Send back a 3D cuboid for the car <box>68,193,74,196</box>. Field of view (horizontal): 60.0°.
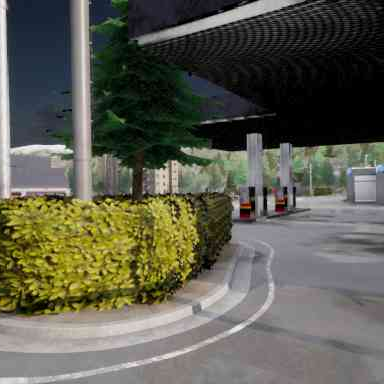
[{"bbox_3d":[-24.243,1.124,63.877,3.866,1.878,1.905,-1,1,35],"label":"car"}]

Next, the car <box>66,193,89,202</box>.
[{"bbox_3d":[-22.897,1.103,66.486,4.605,1.855,1.932,-1,1,35],"label":"car"}]

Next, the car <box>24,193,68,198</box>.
[{"bbox_3d":[-14.773,1.183,33.589,3.866,1.878,1.905,-1,1,35],"label":"car"}]

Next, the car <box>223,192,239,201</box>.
[{"bbox_3d":[7.434,0.850,63.913,5.027,1.636,2.152,-1,1,35],"label":"car"}]

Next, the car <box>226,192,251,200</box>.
[{"bbox_3d":[9.206,0.812,66.502,4.514,1.523,2.007,-1,1,35],"label":"car"}]
